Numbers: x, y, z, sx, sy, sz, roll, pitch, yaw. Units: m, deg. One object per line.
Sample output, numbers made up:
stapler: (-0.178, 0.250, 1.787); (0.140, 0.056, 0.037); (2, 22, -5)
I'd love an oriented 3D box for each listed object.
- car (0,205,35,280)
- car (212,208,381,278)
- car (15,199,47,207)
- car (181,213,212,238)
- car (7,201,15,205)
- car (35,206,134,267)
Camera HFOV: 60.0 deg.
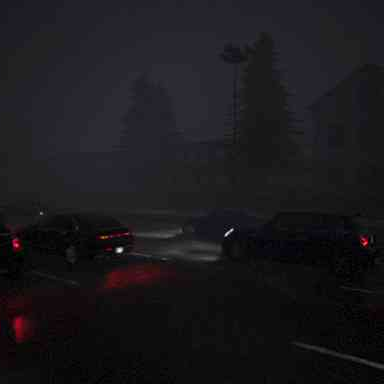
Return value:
car: (-6.328, 1.285, 8.505); (4.553, 1.767, 2.097); (0, 0, 35)
car: (3.188, 1.331, 10.316); (4.553, 1.767, 2.097); (0, 0, 36)
car: (-13.268, 1.333, 26.350); (4.892, 1.490, 1.837); (0, 0, 35)
car: (1.658, 1.476, 15.707); (4.674, 1.442, 1.812); (0, 0, 36)
car: (-14.769, 1.323, 23.122); (4.902, 1.511, 2.128); (0, 0, 35)
car: (-4.097, 1.441, 11.213); (4.892, 1.490, 1.837); (1, 0, 35)
